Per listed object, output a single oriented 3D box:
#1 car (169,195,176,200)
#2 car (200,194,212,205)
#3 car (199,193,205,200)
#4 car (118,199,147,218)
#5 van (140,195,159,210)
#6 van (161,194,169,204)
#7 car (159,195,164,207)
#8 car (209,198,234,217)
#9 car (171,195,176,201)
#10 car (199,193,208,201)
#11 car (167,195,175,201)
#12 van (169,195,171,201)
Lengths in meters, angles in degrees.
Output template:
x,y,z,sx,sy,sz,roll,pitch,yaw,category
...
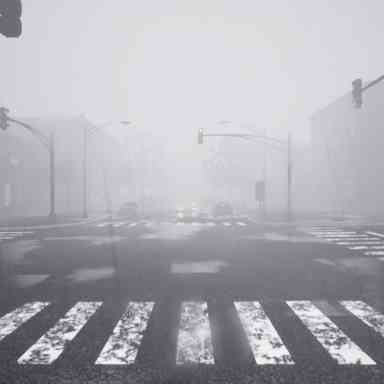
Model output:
x,y,z,sx,sy,sz,roll,pitch,yaw,category
-5.331,1.562,91.424,1.802,1.307,4.206,0,0,0,car
2.918,1.539,58.114,2.008,1.369,4.403,-1,0,0,car
2.984,1.550,74.752,1.947,1.339,4.313,-1,0,0,car
-5.572,1.577,30.416,1.802,1.307,4.206,0,0,0,car
-5.530,1.333,41.508,1.690,1.788,3.998,0,0,0,van
-5.465,1.329,58.147,1.690,1.788,3.998,0,0,0,van
-5.507,1.536,47.055,1.887,1.381,4.507,0,0,0,car
2.808,1.520,30.552,1.752,1.417,4.829,-1,0,0,car
-5.375,1.549,80.332,1.947,1.339,4.313,0,0,0,car
3.026,1.296,85.845,2.192,1.841,5.009,-1,0,0,car
-5.352,1.526,85.879,1.887,1.381,4.507,0,0,0,car
-5.442,1.328,63.693,1.690,1.788,3.998,0,0,0,van
